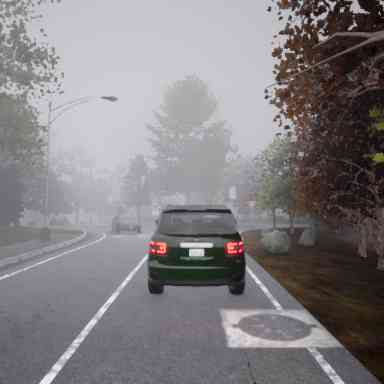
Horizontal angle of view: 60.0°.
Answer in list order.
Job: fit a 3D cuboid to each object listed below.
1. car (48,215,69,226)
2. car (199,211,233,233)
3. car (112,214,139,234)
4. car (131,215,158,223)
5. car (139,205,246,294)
[{"bbox_3d":[-19.384,4.192,48.420,1.837,1.490,4.892,-1,-4,-5],"label":"car"},{"bbox_3d":[2.225,2.584,29.332,2.097,1.767,4.553,-2,-5,16],"label":"car"},{"bbox_3d":[-5.247,2.532,26.555,1.837,1.490,4.892,3,-5,-20],"label":"car"},{"bbox_3d":[-9.455,5.321,65.895,5.008,1.535,1.882,2,-6,-19],"label":"car"},{"bbox_3d":[0.114,1.362,9.233,2.150,2.045,5.566,0,-2,0],"label":"car"}]
